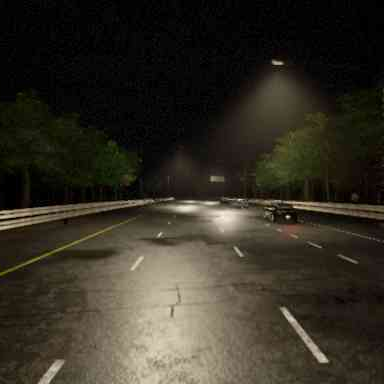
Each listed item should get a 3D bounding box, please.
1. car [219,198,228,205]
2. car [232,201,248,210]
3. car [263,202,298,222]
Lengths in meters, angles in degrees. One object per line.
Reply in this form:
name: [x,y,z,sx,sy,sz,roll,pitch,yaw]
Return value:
car: [7.345,2.194,77.093,2.128,1.511,4.902,0,-1,1]
car: [7.147,1.924,49.659,1.895,1.301,4.718,0,-1,0]
car: [7.046,1.600,26.801,1.837,1.490,4.892,0,0,0]
